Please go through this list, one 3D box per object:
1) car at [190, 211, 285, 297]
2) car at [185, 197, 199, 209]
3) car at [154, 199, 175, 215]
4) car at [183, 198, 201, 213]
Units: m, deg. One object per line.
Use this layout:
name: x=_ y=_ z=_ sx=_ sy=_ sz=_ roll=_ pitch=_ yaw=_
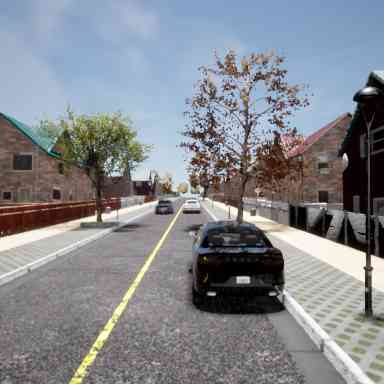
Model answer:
car: x=0.948 y=1.487 z=8.664 sx=1.882 sy=1.535 sz=5.008 roll=0 pitch=0 yaw=0
car: x=-0.032 y=1.540 z=47.185 sx=1.882 sy=1.535 sz=5.008 roll=0 pitch=0 yaw=0
car: x=-2.812 y=1.548 z=34.609 sx=1.837 sy=1.490 sz=4.892 roll=0 pitch=0 yaw=0
car: x=0.008 y=1.573 z=36.944 sx=1.812 sy=1.442 sz=4.674 roll=0 pitch=0 yaw=0
